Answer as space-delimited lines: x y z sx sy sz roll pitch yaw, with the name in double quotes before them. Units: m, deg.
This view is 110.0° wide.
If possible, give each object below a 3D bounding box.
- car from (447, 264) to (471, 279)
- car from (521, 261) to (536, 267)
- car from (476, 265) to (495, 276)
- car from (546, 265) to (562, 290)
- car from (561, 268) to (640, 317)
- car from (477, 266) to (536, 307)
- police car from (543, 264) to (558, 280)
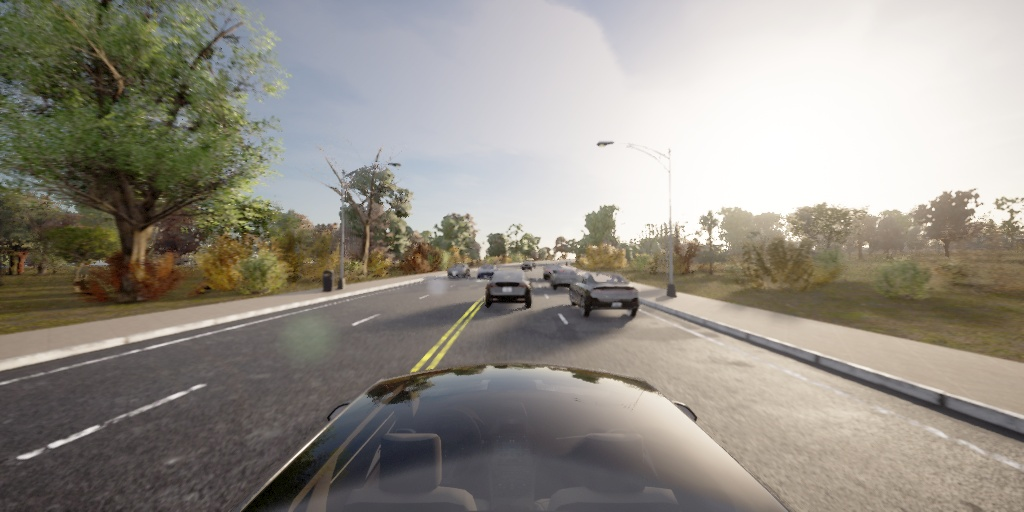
"car" -5.608 1.572 38.271 2.128 1.511 4.902 0 0 3
"car" 2.546 1.753 60.278 1.837 1.490 4.892 0 0 5
"car" -2.433 1.619 37.137 2.033 1.411 5.357 0 0 3
"car" 3.635 1.534 24.693 1.994 1.385 4.181 0 0 2
"car" 3.355 1.363 13.774 2.128 1.511 4.902 0 -1 1
"car" -0.067 1.398 16.488 2.163 1.488 4.792 0 0 3
"police car" 4.083 1.565 35.611 2.038 1.542 4.974 0 0 3
